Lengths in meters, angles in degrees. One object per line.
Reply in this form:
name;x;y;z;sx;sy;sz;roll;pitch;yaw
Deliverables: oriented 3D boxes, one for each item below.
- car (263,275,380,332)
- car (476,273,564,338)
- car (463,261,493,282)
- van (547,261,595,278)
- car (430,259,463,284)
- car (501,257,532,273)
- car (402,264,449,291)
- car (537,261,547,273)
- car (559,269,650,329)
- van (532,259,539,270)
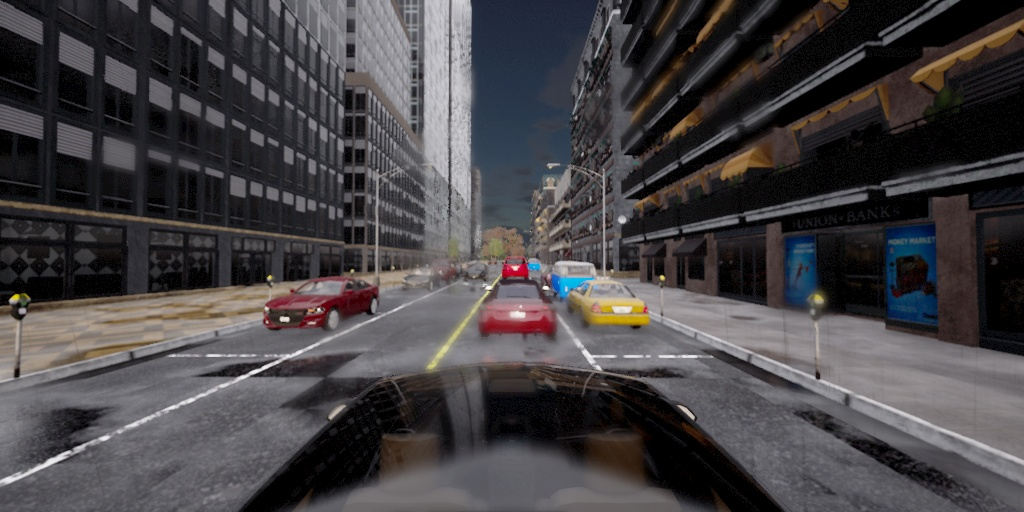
car;-5.628;1.334;11.133;1.888;1.381;4.507;0;0;0
car;0.155;1.351;10.357;1.994;1.385;4.181;0;0;0
car;-2.907;1.374;29.996;1.837;1.490;4.892;0;0;0
van;2.790;1.154;16.740;1.690;1.789;3.998;0;0;0
car;-5.514;1.176;28.104;2.192;1.841;5.009;0;0;0
car;0.288;1.094;30.305;2.150;2.045;5.566;0;0;1
car;-5.552;1.387;22.447;2.007;1.370;4.403;0;0;0
car;2.828;1.277;22.397;1.967;1.591;4.097;0;0;0
car;2.754;1.315;11.253;1.751;1.417;4.829;0;0;0
van;3.019;1.299;50.683;1.690;1.789;3.998;0;0;0
